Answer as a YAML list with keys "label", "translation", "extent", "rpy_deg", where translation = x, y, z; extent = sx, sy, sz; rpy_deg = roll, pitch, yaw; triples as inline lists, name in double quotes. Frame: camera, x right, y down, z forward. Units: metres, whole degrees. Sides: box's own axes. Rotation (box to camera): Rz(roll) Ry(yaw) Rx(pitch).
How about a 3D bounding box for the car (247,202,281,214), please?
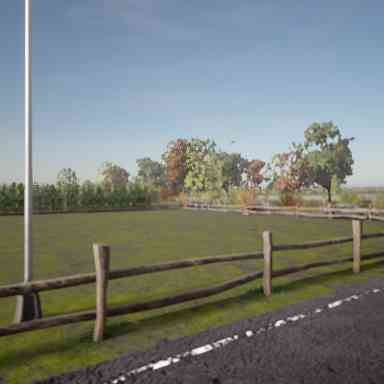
- label: "car"
  translation: [8.752, 1.916, 40.972]
  extent: [1.812, 1.442, 4.674]
  rpy_deg: [-1, 0, -33]

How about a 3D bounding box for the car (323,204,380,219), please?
- label: "car"
  translation: [15.125, 1.834, 31.689]
  extent: [1.895, 1.301, 4.718]
  rpy_deg: [-1, 0, -35]

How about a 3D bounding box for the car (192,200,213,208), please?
- label: "car"
  translation: [2.254, 2.108, 59.652]
  extent: [2.128, 1.511, 4.902]
  rpy_deg: [-1, -1, -17]

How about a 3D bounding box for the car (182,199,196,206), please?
- label: "car"
  translation: [-0.590, 2.213, 69.654]
  extent: [1.812, 1.442, 4.674]
  rpy_deg: [0, -1, -15]

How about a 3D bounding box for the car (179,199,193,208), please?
- label: "car"
  translation: [-0.901, 2.131, 59.806]
  extent: [1.882, 1.535, 5.008]
  rpy_deg: [-1, -1, -18]
